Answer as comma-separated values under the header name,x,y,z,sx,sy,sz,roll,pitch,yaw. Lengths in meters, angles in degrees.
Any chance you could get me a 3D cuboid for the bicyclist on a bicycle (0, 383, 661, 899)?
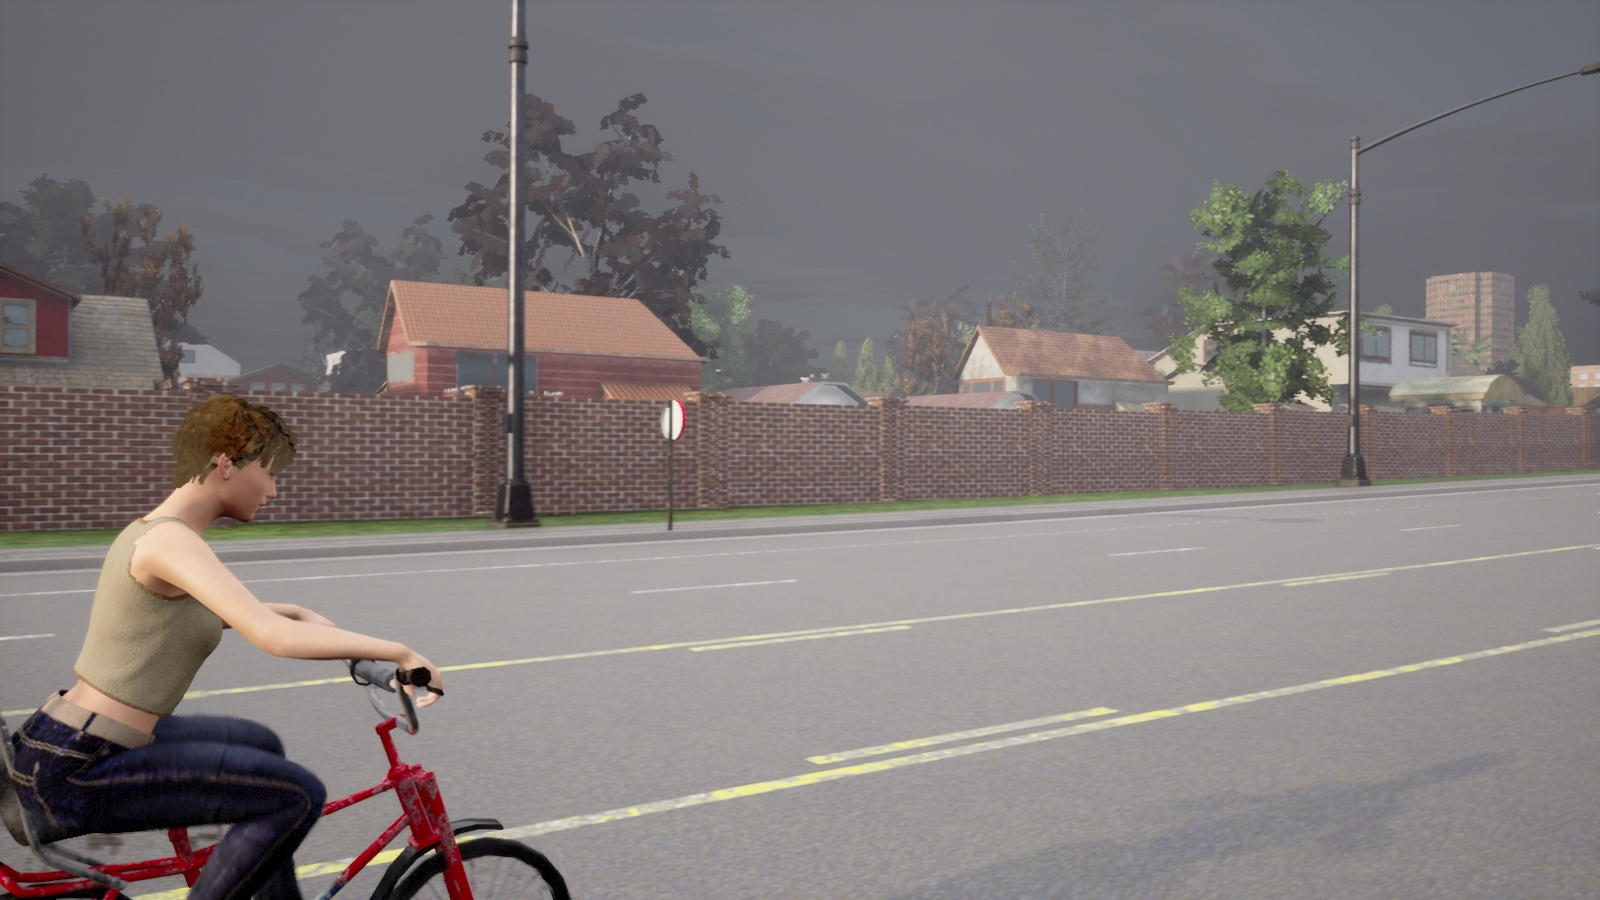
name,x,y,z,sx,sy,sz,roll,pitch,yaw
bicyclist on a bicycle,-1.189,0.691,2.826,1.509,1.612,0.866,0,0,-35
